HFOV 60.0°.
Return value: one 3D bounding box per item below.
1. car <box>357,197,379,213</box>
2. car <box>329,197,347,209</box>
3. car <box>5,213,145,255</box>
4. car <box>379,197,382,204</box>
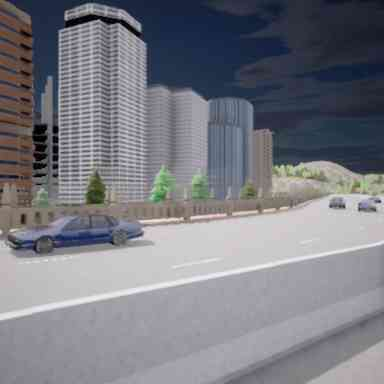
[{"bbox_3d":[20.067,1.589,38.014,1.812,1.442,4.674,0,0,28],"label":"car"},{"bbox_3d":[20.177,1.441,45.988,2.097,1.767,4.553,0,0,25],"label":"car"},{"bbox_3d":[-4.611,1.606,13.820,5.357,1.411,2.033,0,0,-39],"label":"car"},{"bbox_3d":[36.987,1.617,67.045,2.033,1.411,5.357,0,0,23],"label":"car"}]
